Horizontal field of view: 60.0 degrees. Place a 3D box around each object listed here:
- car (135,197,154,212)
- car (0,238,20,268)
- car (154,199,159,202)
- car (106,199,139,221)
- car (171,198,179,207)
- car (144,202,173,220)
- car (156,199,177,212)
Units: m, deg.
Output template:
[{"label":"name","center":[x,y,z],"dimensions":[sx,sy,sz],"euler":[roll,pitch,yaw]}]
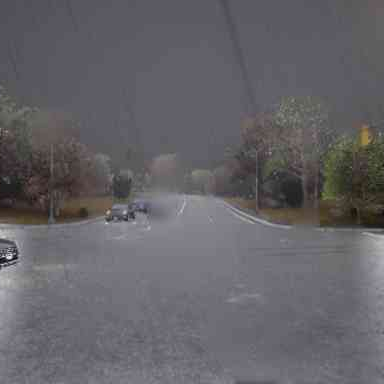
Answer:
[{"label":"car","center":[-6.878,1.789,44.515],"dimensions":[2.150,2.045,5.566],"euler":[0,1,0]},{"label":"car","center":[-7.755,1.670,10.019],"dimensions":[4.892,1.490,1.837],"euler":[0,-1,6]},{"label":"car","center":[-6.741,1.861,59.321],"dimensions":[1.895,1.301,4.718],"euler":[0,2,1]},{"label":"car","center":[-6.982,1.918,32.967],"dimensions":[2.097,1.767,4.553],"euler":[0,-1,2]},{"label":"car","center":[-3.289,1.871,55.552],"dimensions":[1.837,1.490,4.892],"euler":[0,1,1]},{"label":"car","center":[-3.432,2.130,34.943],"dimensions":[2.033,1.411,5.357],"euler":[0,0,0]},{"label":"car","center":[-3.375,2.097,44.477],"dimensions":[1.812,1.442,4.674],"euler":[0,1,0]}]
